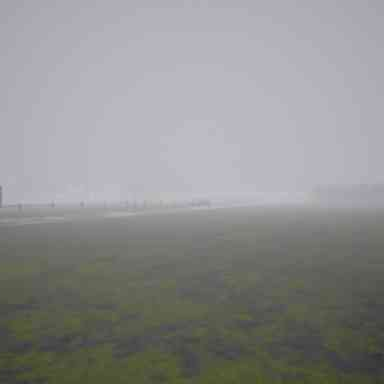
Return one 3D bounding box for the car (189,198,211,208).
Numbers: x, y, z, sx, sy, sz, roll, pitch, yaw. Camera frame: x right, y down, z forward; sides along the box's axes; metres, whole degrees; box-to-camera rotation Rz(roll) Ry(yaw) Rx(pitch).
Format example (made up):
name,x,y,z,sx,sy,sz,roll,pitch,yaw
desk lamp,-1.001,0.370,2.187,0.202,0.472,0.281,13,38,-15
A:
name,x,y,z,sx,sy,sz,roll,pitch,yaw
car,1.394,1.755,55.823,1.882,1.535,5.008,0,0,34
